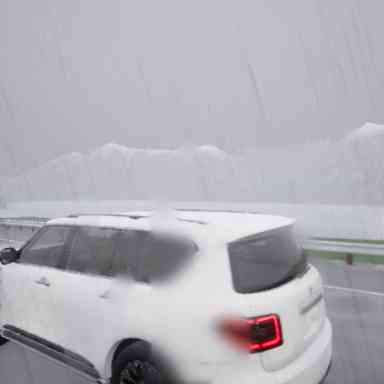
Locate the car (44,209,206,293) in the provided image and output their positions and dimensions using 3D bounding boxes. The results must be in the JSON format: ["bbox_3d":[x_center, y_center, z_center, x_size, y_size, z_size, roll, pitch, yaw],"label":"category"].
[{"bbox_3d":[-2.072,1.446,9.740,4.553,1.767,2.097,-1,-1,36],"label":"car"}]

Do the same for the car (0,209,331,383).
[{"bbox_3d":[-1.049,1.270,4.688,5.566,2.045,2.150,0,0,36],"label":"car"}]
